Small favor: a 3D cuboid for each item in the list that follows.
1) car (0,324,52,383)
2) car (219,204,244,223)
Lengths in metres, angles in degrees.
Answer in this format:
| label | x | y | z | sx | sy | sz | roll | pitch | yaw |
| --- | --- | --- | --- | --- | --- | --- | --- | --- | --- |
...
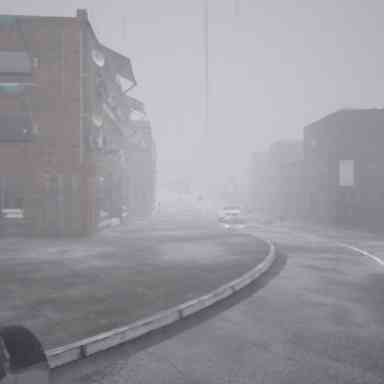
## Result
| label | x | y | z | sx | sy | sz | roll | pitch | yaw |
| --- | --- | --- | --- | --- | --- | --- | --- | --- | --- |
| car | -3.033 | 1.489 | 1.141 | 4.902 | 1.511 | 2.128 | 1 | -1 | -36 |
| car | 4.459 | 2.469 | 38.662 | 2.150 | 2.045 | 5.566 | 0 | -2 | -4 |
